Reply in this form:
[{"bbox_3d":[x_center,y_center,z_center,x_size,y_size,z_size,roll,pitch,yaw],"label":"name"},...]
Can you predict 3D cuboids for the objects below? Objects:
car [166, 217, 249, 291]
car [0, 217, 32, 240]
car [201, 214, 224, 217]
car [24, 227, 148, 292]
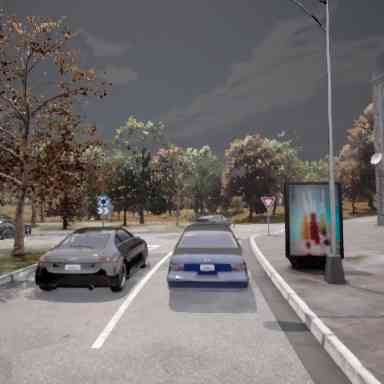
[{"bbox_3d":[0.444,1.615,9.141,2.033,1.411,5.357,0,-1,3],"label":"car"},{"bbox_3d":[-12.063,2.164,20.237,4.181,1.385,1.994,0,-4,-5],"label":"car"},{"bbox_3d":[1.995,2.689,28.708,1.837,1.490,4.892,-2,-5,31],"label":"car"},{"bbox_3d":[-2.466,1.641,9.162,1.994,1.385,4.181,0,-1,3],"label":"car"}]
